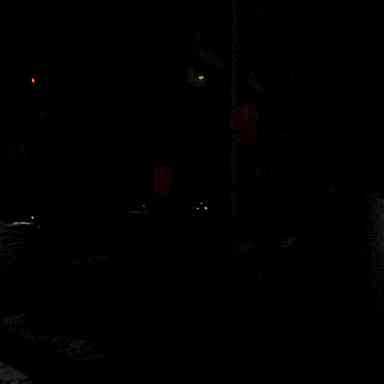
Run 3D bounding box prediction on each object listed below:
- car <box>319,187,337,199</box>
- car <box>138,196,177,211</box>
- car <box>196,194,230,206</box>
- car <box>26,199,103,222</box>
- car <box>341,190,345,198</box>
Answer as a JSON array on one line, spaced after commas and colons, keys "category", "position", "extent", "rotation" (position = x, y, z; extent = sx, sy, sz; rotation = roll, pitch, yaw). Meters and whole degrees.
[{"category": "car", "position": [24.948, 0.107, 61.049], "extent": [2.150, 2.045, 5.566], "rotation": [0, 1, 35]}, {"category": "car", "position": [-3.286, 1.090, 32.221], "extent": [1.994, 1.385, 4.181], "rotation": [0, 1, 35]}, {"category": "car", "position": [2.656, 0.896, 40.739], "extent": [2.033, 1.411, 5.357], "rotation": [0, 1, 36]}, {"category": "car", "position": [-8.988, 1.249, 24.050], "extent": [2.033, 1.411, 5.357], "rotation": [0, 1, 35]}, {"category": "car", "position": [28.200, 0.379, 60.022], "extent": [1.837, 1.490, 4.892], "rotation": [0, 1, 34]}]
